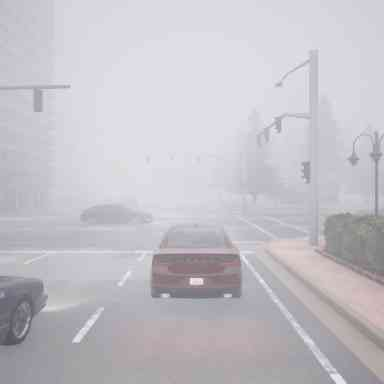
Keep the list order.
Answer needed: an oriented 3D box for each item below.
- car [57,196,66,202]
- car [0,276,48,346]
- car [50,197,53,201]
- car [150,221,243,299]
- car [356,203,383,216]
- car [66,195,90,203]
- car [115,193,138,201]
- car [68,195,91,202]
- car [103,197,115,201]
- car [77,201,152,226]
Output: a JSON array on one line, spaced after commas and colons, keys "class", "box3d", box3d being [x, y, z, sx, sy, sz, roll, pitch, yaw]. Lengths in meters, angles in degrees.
[{"class": "car", "box3d": [-27.152, 1.540, 73.161, 5.357, 1.411, 2.033, 0, 0, 24]}, {"class": "car", "box3d": [-3.428, 1.547, 3.309, 2.033, 1.411, 5.357, 0, 0, 0]}, {"class": "car", "box3d": [-35.598, 1.468, 79.847, 4.181, 1.385, 1.994, 0, 0, 9]}, {"class": "car", "box3d": [0.094, 1.478, 8.536, 1.882, 1.535, 5.008, 0, 0, 0]}, {"class": "car", "box3d": [15.618, 1.581, 26.570, 4.674, 1.442, 1.812, 0, 0, 0]}, {"class": "car", "box3d": [-22.141, 1.494, 65.962, 4.902, 1.511, 2.128, 0, 0, 38]}, {"class": "car", "box3d": [-9.042, 1.221, 46.690, 2.150, 2.045, 5.566, 0, 0, -20]}, {"class": "car", "box3d": [-25.773, 1.478, 76.370, 5.008, 1.535, 1.882, 0, 0, 24]}, {"class": "car", "box3d": [-13.588, 1.547, 56.329, 2.033, 1.411, 5.357, 0, 0, -34]}, {"class": "car", "box3d": [-5.196, 1.552, 23.056, 4.892, 1.490, 1.837, 0, 0, 0]}]
